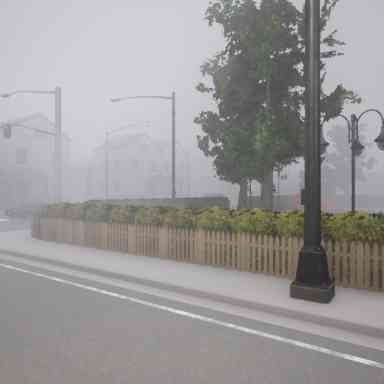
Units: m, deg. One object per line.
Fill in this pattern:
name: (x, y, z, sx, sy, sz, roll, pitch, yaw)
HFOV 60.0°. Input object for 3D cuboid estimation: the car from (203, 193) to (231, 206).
car: (3.528, 1.221, 48.161, 2.150, 2.045, 5.566, 0, 0, 35)

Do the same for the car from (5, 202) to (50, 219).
car: (-14.031, 1.564, 29.263, 1.994, 1.385, 4.181, 0, 0, 35)
